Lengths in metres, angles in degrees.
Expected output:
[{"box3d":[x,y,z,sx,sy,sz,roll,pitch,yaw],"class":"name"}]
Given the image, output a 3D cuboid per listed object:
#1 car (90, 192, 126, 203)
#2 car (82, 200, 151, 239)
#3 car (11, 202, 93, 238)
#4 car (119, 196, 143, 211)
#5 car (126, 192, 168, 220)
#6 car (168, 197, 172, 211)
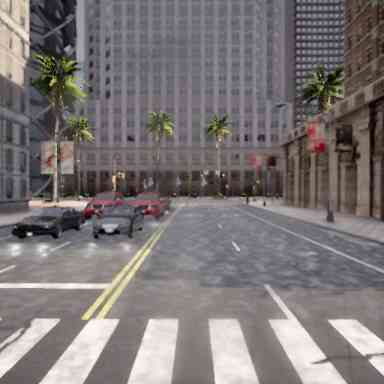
[{"box3d":[-6.978,1.053,27.429,2.150,2.045,5.566,0,0,1],"class":"car"},{"box3d":[-3.584,1.387,16.885,2.128,1.511,4.902,0,0,0],"class":"car"},{"box3d":[-7.089,1.442,17.180,2.033,1.411,5.357,0,0,0],"class":"car"},{"box3d":[-6.836,1.272,37.892,1.837,1.490,4.892,0,0,1],"class":"car"},{"box3d":[-3.489,1.055,27.030,2.150,2.045,5.566,0,0,1],"class":"car"},{"box3d":[-3.341,1.261,37.441,2.128,1.511,4.902,0,0,1],"class":"car"}]
